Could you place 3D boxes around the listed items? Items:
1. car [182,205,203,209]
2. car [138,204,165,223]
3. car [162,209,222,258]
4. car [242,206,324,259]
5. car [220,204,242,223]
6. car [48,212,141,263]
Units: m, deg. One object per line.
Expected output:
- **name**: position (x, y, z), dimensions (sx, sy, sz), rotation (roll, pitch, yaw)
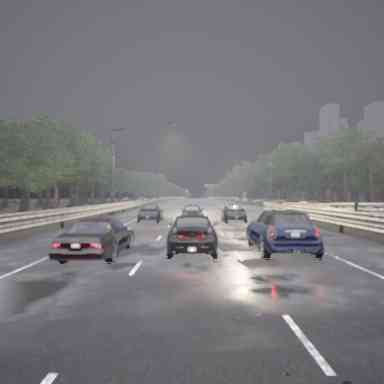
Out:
- **car**: position (0.031, 1.843, 28.857), dimensions (1.812, 1.442, 4.674), rotation (0, 0, 0)
- **car**: position (-3.472, 1.807, 28.473), dimensions (2.128, 1.511, 4.902), rotation (0, 0, 0)
- **car**: position (0.024, 1.660, 13.458), dimensions (1.837, 1.490, 4.892), rotation (0, 0, 0)
- **car**: position (3.525, 1.504, 13.399), dimensions (2.097, 1.767, 4.553), rotation (0, -1, 0)
- **car**: position (3.528, 1.806, 28.466), dimensions (2.128, 1.511, 4.902), rotation (0, 0, 0)
- **car**: position (-3.486, 1.690, 12.499), dimensions (2.033, 1.411, 5.357), rotation (0, -1, 0)
